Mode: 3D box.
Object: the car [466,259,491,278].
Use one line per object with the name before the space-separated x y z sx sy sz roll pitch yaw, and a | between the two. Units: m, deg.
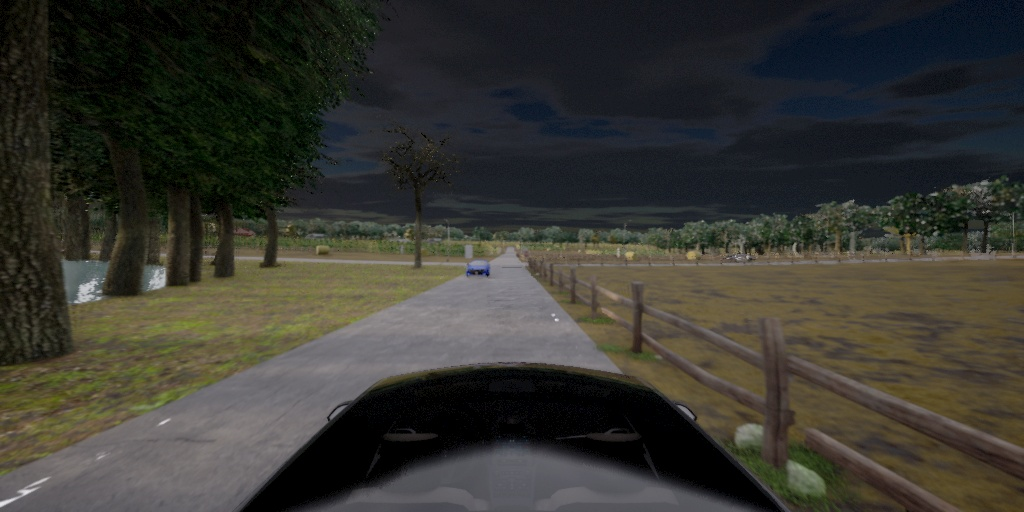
car | -2.850 1.051 31.338 1.882 1.535 5.008 0 0 0
